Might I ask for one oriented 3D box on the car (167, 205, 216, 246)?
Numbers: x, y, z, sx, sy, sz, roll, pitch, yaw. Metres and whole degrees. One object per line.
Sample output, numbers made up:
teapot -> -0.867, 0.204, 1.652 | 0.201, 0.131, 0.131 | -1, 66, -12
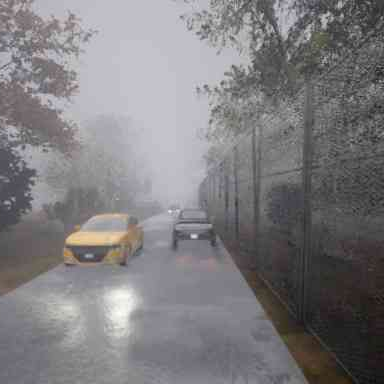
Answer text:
car -> 0.085, 1.563, 15.655 | 2.128, 1.511, 4.902 | 0, 0, 0

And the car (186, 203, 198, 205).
car -> 0.018, 1.876, 34.957 | 2.033, 1.411, 5.357 | 0, -1, 0

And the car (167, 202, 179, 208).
car -> -3.016, 2.377, 55.657 | 1.994, 1.385, 4.181 | 0, -2, 0

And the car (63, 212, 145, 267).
car -> -2.864, 1.521, 11.758 | 1.882, 1.535, 5.008 | 0, 0, 0
